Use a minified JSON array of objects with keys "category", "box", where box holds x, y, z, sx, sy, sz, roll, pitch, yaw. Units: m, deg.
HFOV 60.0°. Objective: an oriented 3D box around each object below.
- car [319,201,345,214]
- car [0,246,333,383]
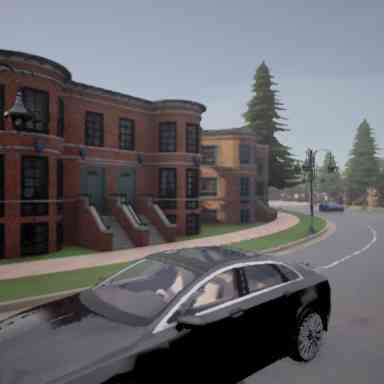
[{"category":"car","box":[17.746,1.891,42.341,1.882,1.535,5.008,0,-1,5]},{"category":"car","box":[-0.048,1.537,4.256,4.902,1.511,2.128,0,-1,-40]}]
